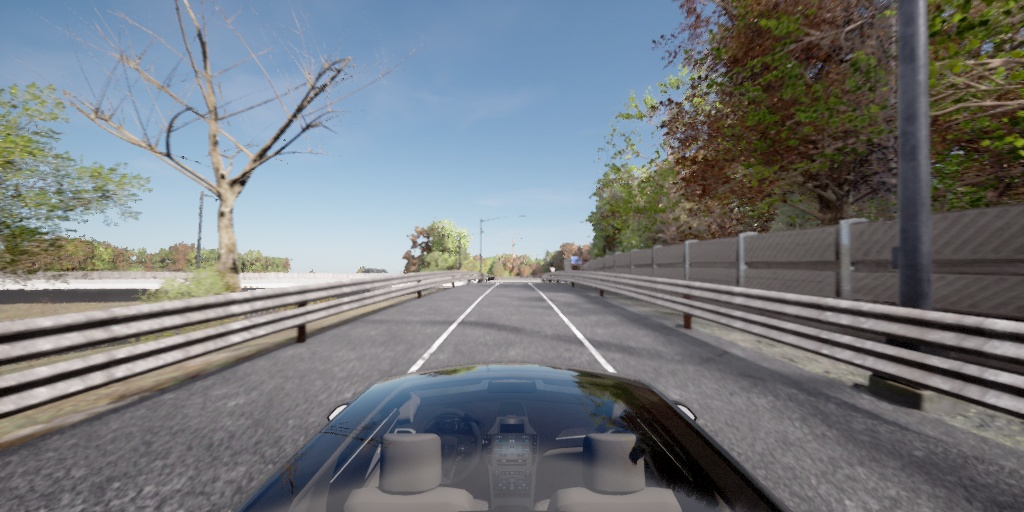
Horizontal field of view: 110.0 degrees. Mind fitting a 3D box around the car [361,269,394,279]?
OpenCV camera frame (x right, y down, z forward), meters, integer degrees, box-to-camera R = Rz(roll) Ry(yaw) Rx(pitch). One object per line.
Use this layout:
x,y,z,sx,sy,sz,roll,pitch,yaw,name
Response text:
-20.279,3.023,55.249,5.566,2.045,2.150,3,-5,-40,car
